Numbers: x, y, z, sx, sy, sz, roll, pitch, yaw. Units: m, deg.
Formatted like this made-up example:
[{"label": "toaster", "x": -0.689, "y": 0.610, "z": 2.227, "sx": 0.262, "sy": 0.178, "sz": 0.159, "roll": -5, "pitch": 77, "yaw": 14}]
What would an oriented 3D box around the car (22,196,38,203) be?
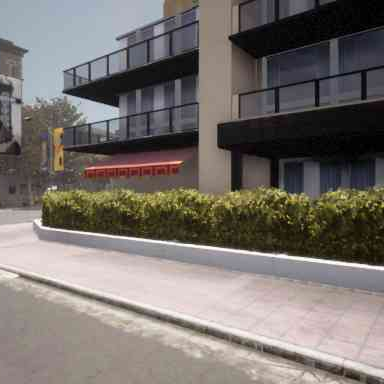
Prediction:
[{"label": "car", "x": -34.570, "y": 1.481, "z": 68.227, "sx": 4.892, "sy": 1.521, "sz": 2.231, "roll": 0, "pitch": 0, "yaw": 37}]
